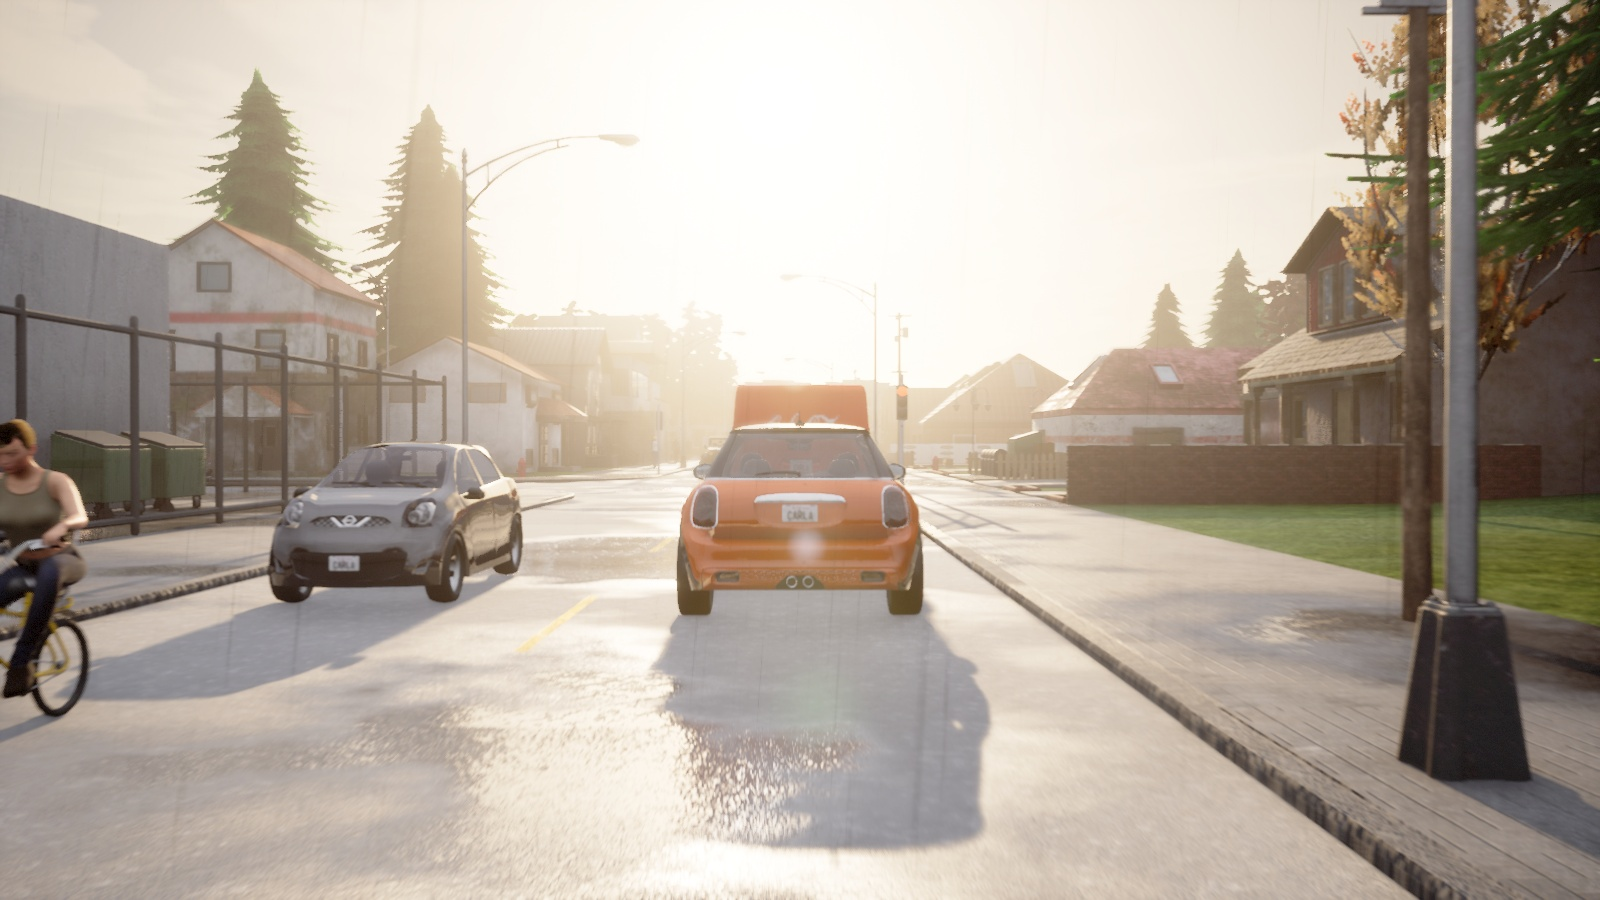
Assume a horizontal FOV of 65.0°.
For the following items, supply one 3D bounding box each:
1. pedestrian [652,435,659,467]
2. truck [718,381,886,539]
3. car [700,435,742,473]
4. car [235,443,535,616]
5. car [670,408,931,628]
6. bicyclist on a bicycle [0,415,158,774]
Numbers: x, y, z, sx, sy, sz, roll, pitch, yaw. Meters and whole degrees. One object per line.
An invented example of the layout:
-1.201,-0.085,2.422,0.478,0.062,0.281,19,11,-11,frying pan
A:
-8.199,0.048,71.351,0.354,1.836,0.706,0,0,-10,pedestrian
0.001,0.135,22.271,2.627,2.467,5.204,0,0,-1,truck
-4.040,0.175,64.618,1.905,1.878,3.866,0,0,0,car
-4.000,0.685,12.759,1.845,1.501,3.633,0,0,0,car
0.001,0.535,12.388,2.097,1.767,4.553,0,0,0,car
-4.030,0.645,6.291,0.866,1.612,1.509,0,0,-1,bicyclist on a bicycle
